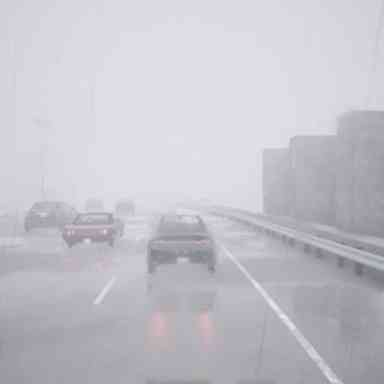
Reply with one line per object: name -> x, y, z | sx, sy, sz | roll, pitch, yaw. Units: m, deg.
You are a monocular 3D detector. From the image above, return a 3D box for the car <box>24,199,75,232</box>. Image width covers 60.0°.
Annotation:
car -> -8.229, 1.293, 19.940 | 2.097, 1.767, 4.553 | 0, 0, -6

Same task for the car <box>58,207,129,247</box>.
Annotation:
car -> -4.168, 1.554, 14.845 | 1.895, 1.301, 4.718 | 0, 0, -5

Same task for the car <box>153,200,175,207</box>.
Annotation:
car -> -2.443, 1.423, 29.360 | 1.812, 1.442, 4.674 | 0, 0, -9

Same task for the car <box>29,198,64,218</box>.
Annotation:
car -> -13.324, 1.388, 30.777 | 1.882, 1.535, 5.008 | 0, 0, -10

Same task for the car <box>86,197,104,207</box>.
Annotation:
car -> -11.607, 1.352, 39.936 | 1.882, 1.535, 5.008 | 0, 0, -13

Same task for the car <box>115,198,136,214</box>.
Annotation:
car -> -6.668, 1.368, 33.313 | 1.882, 1.535, 5.008 | 0, 0, -10

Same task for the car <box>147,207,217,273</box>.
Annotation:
car -> -0.367, 1.454, 10.557 | 2.128, 1.511, 4.902 | 0, 0, -3
